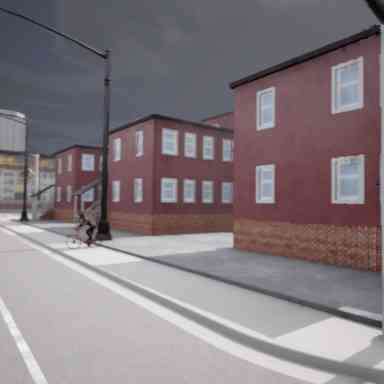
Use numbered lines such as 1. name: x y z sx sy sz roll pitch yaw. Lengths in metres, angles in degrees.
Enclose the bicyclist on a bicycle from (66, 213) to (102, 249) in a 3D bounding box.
1. bicyclist on a bicycle: -4.939 1.810 15.335 1.656 1.620 0.582 2 -2 -36
